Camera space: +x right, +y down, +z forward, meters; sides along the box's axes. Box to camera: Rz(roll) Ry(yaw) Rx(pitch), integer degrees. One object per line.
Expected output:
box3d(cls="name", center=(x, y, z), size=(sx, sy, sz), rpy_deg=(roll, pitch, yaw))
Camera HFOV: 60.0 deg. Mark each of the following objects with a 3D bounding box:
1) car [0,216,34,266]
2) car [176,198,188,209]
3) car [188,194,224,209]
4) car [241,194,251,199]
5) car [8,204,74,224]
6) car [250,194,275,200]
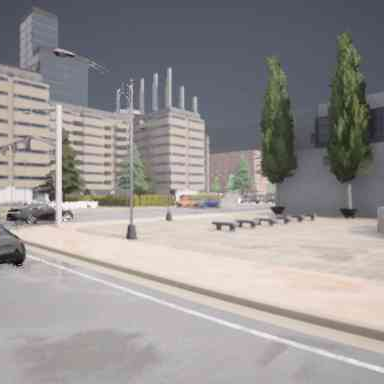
box3d(cls="car", center=(-7.108, 1.637, 10.910), size=(4.181, 1.385, 1.994), rpy_deg=(0, 0, 44))
box3d(cls="car", center=(-0.321, 1.640, 51.779), size=(2.097, 1.767, 4.553), rpy_deg=(0, 0, 45))
box3d(cls="car", center=(2.170, 1.623, 49.322), size=(2.097, 1.767, 4.553), rpy_deg=(0, 0, 45))
box3d(cls="car", center=(10.981, 1.539, 63.115), size=(1.994, 1.385, 4.181), rpy_deg=(0, 0, 45))
box3d(cls="car", center=(-11.306, 1.650, 25.235), size=(2.128, 1.511, 4.902), rpy_deg=(-1, -1, 34))
box3d(cls="car", center=(13.474, 1.509, 60.658), size=(2.033, 1.411, 5.357), rpy_deg=(0, 0, 45))
